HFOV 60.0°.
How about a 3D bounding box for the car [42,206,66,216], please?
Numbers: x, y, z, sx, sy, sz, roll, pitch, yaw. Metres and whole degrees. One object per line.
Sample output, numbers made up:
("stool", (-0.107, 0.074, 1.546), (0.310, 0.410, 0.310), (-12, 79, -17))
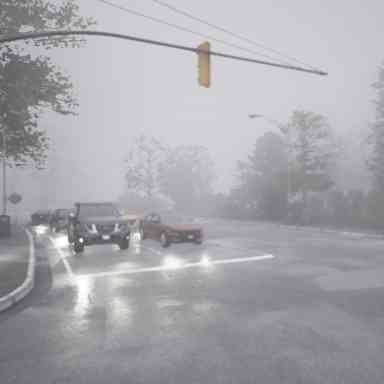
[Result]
("car", (-22.389, 3.001, 53.975), (1.882, 1.535, 5.008), (0, -2, -44))

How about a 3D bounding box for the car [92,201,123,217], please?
("car", (-12.127, 2.376, 47.611), (2.150, 2.045, 5.566), (0, -2, -38))

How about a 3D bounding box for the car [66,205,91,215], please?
("car", (-19.031, 2.975, 55.510), (2.128, 1.511, 4.902), (0, -2, -43))

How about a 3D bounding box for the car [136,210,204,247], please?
("car", (-1.150, 1.708, 16.541), (1.882, 1.535, 5.008), (0, -1, -26))

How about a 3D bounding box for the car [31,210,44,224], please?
("car", (-14.486, 2.441, 32.834), (1.895, 1.301, 4.718), (0, -2, -34))

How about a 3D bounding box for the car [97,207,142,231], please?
("car", (-5.587, 1.949, 25.027), (1.882, 1.535, 5.008), (0, -2, -30))

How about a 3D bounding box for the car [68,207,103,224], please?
("car", (-10.939, 2.286, 33.813), (2.128, 1.511, 4.902), (0, -2, -34))

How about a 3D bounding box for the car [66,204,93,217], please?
("car", (-15.838, 2.560, 46.554), (2.097, 1.767, 4.553), (0, -2, -39))

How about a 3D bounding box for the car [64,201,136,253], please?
("car", (-4.494, 1.477, 15.504), (2.150, 2.045, 5.566), (0, -1, -25))

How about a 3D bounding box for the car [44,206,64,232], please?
("car", (-9.163, 2.007, 24.235), (2.128, 1.511, 4.902), (0, -2, -30))
